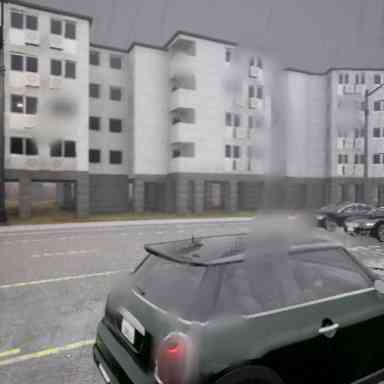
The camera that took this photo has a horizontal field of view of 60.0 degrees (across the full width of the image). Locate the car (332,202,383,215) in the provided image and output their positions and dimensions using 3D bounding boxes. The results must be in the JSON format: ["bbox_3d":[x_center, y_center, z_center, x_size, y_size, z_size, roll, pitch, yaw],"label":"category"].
[{"bbox_3d":[9.415,1.391,15.412,4.902,1.511,2.128,0,1,-15],"label":"car"}]

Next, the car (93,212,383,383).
[{"bbox_3d":[1.219,1.314,4.218,4.553,1.767,2.097,0,1,-31],"label":"car"}]

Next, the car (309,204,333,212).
[{"bbox_3d":[8.547,1.354,18.802,4.902,1.511,2.128,0,1,-15],"label":"car"}]
